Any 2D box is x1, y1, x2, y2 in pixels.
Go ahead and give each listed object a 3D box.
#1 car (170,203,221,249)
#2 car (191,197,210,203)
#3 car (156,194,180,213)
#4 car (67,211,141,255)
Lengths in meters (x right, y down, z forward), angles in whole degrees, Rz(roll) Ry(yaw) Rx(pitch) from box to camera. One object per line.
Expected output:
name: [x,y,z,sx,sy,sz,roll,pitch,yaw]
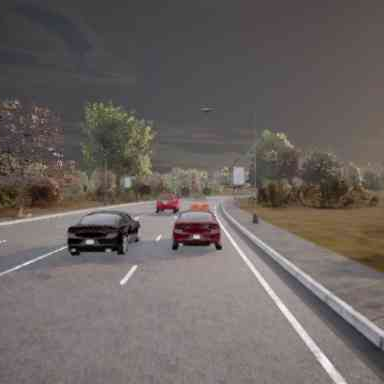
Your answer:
car: [0.210,1.486,14.607,1.882,1.535,5.008,0,0,1]
car: [0.924,1.373,36.242,2.097,1.767,4.553,0,0,3]
car: [-2.577,1.241,36.716,2.150,2.045,5.566,0,0,3]
car: [-3.309,1.483,13.355,1.882,1.535,5.008,0,0,1]
